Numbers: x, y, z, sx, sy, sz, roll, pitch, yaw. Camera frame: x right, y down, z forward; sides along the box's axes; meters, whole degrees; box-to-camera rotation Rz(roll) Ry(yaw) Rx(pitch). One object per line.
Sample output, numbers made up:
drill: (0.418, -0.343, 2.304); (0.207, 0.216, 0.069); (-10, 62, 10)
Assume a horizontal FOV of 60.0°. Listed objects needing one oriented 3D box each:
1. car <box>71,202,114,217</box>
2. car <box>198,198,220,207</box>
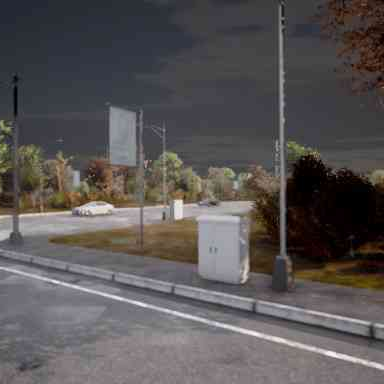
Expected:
car: (-9.940, 1.704, 33.732); (1.812, 1.442, 4.674); (0, 0, 32)
car: (2.770, 1.681, 53.706); (2.128, 1.511, 4.902); (0, 0, 33)
